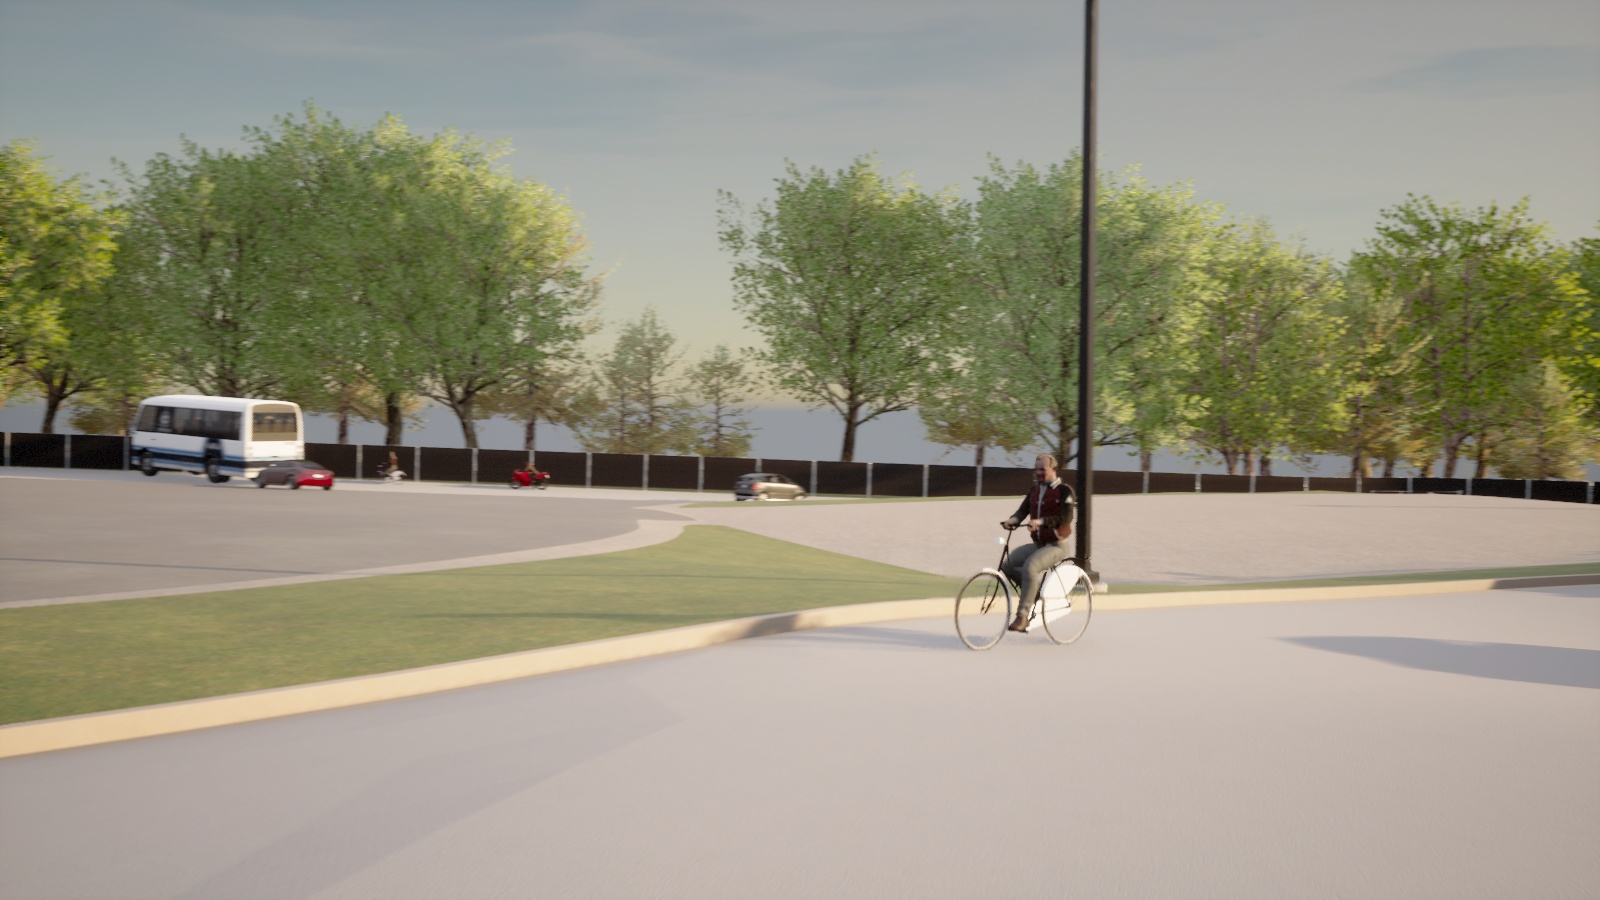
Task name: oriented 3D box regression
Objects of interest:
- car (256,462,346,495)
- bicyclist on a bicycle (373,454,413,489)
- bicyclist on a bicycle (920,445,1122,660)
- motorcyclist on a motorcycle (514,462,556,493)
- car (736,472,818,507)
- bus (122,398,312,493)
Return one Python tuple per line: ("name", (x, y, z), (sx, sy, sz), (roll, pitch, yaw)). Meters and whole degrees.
("car", (-23.076, 1.312, 58.030), (4.181, 1.385, 1.994), (0, -2, 38))
("bicyclist on a bicycle", (-21.452, 1.118, 66.248), (1.843, 1.776, 0.659), (2, 2, 0))
("bicyclist on a bicycle", (2.009, 0.891, 11.269), (1.843, 1.776, 0.659), (3, -1, -38))
("motorcyclist on a motorcycle", (-14.035, 1.466, 66.436), (2.044, 1.523, 0.797), (2, 2, -3))
("car", (-1.120, 1.964, 62.100), (3.705, 1.549, 1.789), (3, -2, -43))
("bus", (-30.292, -0.392, 65.031), (10.273, 4.253, 3.944), (4, 4, 32))
